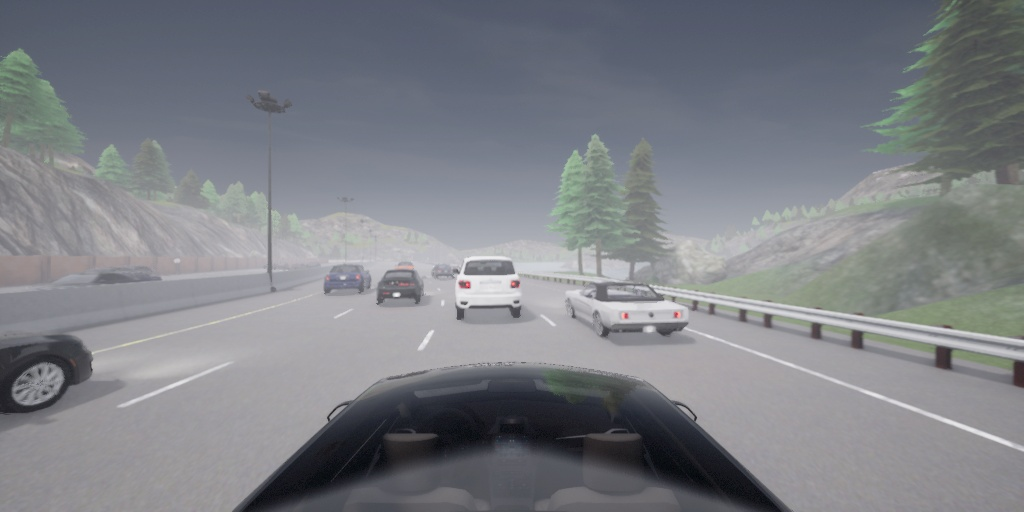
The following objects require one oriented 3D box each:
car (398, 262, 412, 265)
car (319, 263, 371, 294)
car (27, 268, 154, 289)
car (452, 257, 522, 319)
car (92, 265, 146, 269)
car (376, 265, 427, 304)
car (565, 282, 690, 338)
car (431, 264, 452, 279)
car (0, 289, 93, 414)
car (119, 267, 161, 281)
[{"bbox_3d":[-11.859,1.395,39.712,2.097,1.767,4.553,0,0,-18],"label":"car"},{"bbox_3d":[-10.034,1.280,22.179,2.097,1.767,4.553,0,0,-15],"label":"car"},{"bbox_3d":[-19.488,1.472,16.522,1.812,1.442,4.674,0,0,-13],"label":"car"},{"bbox_3d":[-1.025,1.048,13.530,2.150,2.045,5.566,0,0,-8],"label":"car"},{"bbox_3d":[-29.649,1.568,26.141,1.837,1.490,4.892,0,-1,-18],"label":"car"},{"bbox_3d":[-5.259,1.377,17.252,1.837,1.490,4.892,0,0,-11],"label":"car"},{"bbox_3d":[2.913,1.386,10.338,1.895,1.301,4.718,0,0,-5],"label":"car"},{"bbox_3d":[-7.079,1.544,36.485,2.033,1.411,5.357,0,0,-18],"label":"car"},{"bbox_3d":[-7.122,1.304,3.249,1.837,1.490,4.892,0,0,-1],"label":"car"},{"bbox_3d":[-24.869,1.615,22.812,1.895,1.301,4.718,0,0,-18],"label":"car"}]
